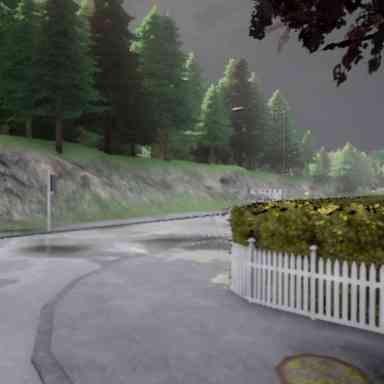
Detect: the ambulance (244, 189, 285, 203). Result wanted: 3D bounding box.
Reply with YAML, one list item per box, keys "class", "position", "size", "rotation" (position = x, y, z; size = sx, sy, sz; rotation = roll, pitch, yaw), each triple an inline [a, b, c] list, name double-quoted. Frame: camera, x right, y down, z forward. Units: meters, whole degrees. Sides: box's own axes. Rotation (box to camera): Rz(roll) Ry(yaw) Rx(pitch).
- class: "ambulance"
  position: [7.487, 0.925, 34.245]
  size: [2.351, 2.431, 6.366]
  rotation: [1, 0, 36]
